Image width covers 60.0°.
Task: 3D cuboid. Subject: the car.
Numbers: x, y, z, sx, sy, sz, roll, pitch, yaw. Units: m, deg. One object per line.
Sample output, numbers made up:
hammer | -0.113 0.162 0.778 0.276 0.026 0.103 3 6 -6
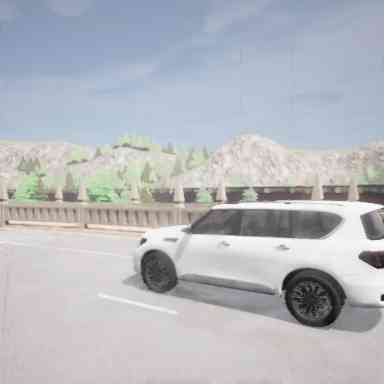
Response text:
car | 1.269 1.199 7.161 5.566 2.045 2.150 0 0 34
